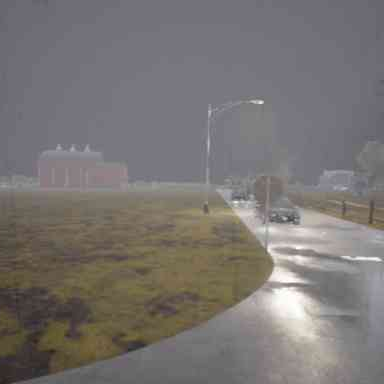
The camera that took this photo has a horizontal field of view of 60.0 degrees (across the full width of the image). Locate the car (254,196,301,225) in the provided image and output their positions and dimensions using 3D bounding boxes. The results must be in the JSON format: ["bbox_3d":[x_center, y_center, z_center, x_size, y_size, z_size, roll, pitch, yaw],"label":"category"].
[{"bbox_3d":[4.666,0.970,18.658,1.837,1.490,4.892,2,2,3],"label":"car"}]

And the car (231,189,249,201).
[{"bbox_3d":[5.772,0.295,40.497,2.033,1.411,5.357,2,2,3],"label":"car"}]
